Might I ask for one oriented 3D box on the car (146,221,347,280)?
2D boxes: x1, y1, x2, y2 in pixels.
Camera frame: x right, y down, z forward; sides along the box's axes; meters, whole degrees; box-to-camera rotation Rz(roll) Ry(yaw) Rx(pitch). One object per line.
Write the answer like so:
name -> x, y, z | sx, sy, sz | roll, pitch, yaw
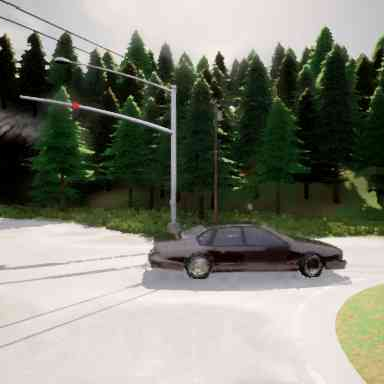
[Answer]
car -> 1.425, 1.568, 9.467 | 5.357, 1.411, 2.033 | 0, 0, -4
